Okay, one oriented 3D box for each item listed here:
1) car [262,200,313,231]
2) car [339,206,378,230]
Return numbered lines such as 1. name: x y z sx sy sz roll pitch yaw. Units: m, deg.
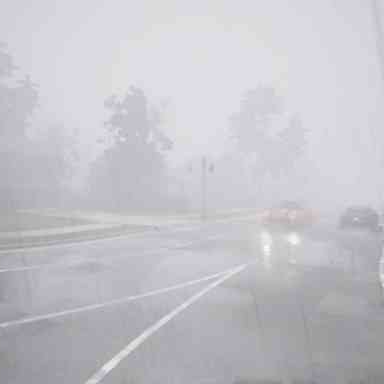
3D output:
1. car: 5.974 1.300 20.516 2.097 1.767 4.553 1 0 32
2. car: 10.694 1.561 21.221 1.994 1.385 4.181 1 0 31
